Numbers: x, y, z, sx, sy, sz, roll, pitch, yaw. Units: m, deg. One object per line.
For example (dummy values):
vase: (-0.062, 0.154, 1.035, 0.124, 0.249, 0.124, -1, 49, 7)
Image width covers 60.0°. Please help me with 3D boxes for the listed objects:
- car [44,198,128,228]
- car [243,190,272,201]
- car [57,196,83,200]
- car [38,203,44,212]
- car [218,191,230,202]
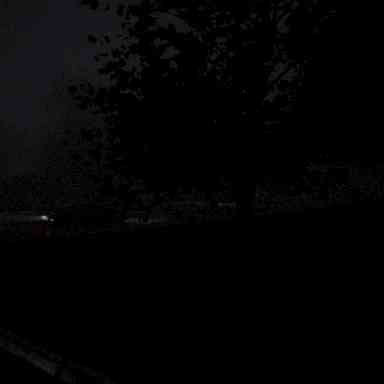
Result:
car: (-6.456, 1.378, 21.222, 4.892, 1.490, 1.837, -1, 1, -42)
car: (7.581, 0.465, 40.155, 4.674, 1.442, 1.812, -4, 2, -30)
car: (-9.472, 1.263, 27.939, 4.674, 1.442, 1.812, -1, 2, -40)
car: (-11.544, 1.166, 30.769, 5.008, 1.535, 1.882, -1, 2, -40)
car: (4.968, 0.427, 42.660, 5.008, 1.535, 1.882, -4, 2, -31)
